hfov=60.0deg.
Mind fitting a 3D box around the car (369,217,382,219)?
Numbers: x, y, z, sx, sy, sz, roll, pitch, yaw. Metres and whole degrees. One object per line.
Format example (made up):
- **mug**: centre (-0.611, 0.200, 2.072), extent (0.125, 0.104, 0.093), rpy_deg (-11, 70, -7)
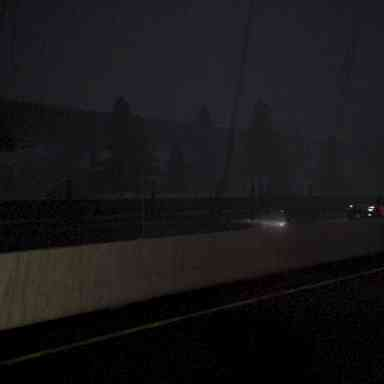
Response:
- **car**: centre (13.982, 1.174, 25.540), extent (4.553, 1.767, 2.097), rpy_deg (0, 0, -33)
